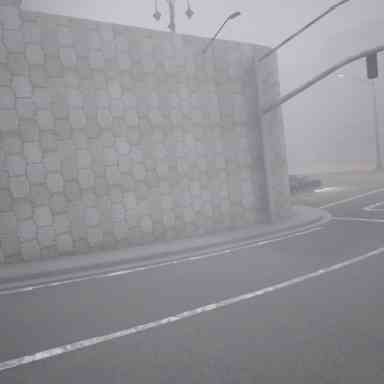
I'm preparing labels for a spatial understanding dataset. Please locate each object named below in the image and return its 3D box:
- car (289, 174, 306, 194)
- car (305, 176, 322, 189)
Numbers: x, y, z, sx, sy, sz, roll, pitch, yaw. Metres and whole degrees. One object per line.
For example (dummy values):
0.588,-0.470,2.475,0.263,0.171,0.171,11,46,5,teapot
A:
6.819,-0.602,28.352,2.097,1.767,4.553,-10,6,-35,car
9.639,-0.906,30.414,1.994,1.385,4.181,-10,6,-34,car
